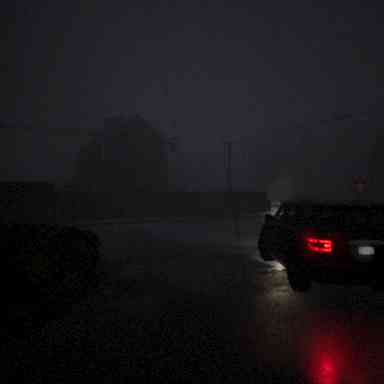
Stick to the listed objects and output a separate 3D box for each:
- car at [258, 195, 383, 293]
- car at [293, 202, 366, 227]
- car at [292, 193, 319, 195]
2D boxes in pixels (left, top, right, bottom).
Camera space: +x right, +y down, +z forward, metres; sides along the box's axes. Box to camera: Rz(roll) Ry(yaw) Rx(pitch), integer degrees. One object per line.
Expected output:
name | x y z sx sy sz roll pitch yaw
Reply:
car | 3.349 1.208 8.998 2.150 2.045 5.566 0 0 1
car | 9.521 1.491 23.028 4.674 1.442 1.812 0 0 -22
car | 13.459 1.165 41.462 2.150 2.045 5.566 0 0 -29
